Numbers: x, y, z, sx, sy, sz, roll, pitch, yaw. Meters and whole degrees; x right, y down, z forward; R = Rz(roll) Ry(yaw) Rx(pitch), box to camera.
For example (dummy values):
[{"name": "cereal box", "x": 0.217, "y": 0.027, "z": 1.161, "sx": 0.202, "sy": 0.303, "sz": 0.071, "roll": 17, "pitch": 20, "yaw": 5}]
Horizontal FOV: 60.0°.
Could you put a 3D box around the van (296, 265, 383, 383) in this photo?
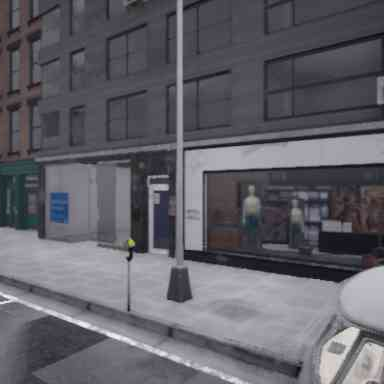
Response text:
[{"name": "van", "x": 2.332, "y": 1.342, "z": 1.145, "sx": 3.998, "sy": 1.788, "sz": 1.690, "roll": 0, "pitch": 0, "yaw": 36}]
